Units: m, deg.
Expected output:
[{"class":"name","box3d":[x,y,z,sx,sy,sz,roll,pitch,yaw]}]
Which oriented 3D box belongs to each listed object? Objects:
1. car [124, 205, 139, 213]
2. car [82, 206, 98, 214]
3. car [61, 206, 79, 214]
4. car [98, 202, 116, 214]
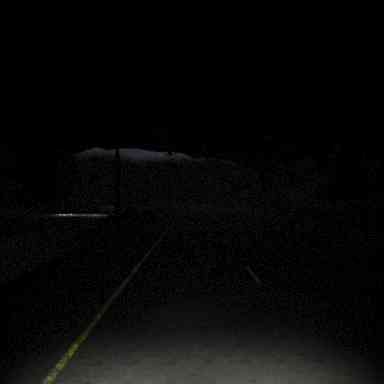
[{"class":"car","box3d":[-10.519,3.086,57.945,1.837,1.490,4.892,0,-2,1]},{"class":"car","box3d":[-17.511,3.122,57.678,1.812,1.442,4.674,0,-2,1]},{"class":"car","box3d":[-21.006,3.163,57.452,1.994,1.385,4.181,0,-2,1]},{"class":"car","box3d":[-14.013,2.808,57.766,2.150,2.045,5.566,0,-2,1]}]
